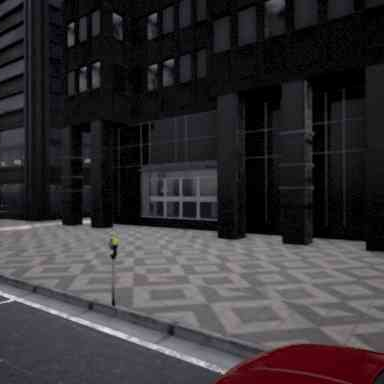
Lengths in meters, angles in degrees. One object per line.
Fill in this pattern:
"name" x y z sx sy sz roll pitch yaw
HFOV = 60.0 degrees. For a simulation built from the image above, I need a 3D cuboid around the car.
"car" 2.068 1.538 1.489 4.507 1.381 1.887 -1 0 35
